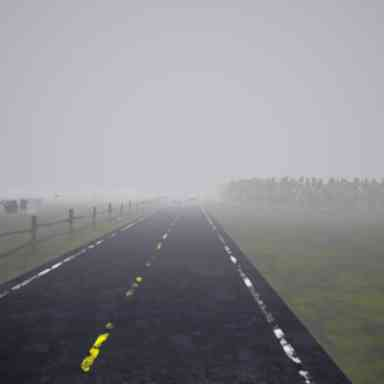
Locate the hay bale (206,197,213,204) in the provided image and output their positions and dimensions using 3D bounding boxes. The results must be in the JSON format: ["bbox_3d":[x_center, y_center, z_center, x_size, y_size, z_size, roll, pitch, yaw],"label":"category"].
[{"bbox_3d":[3.206,1.616,62.025,1.220,1.180,1.240,0,0,0],"label":"hay bale"}]

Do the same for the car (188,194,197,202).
[{"bbox_3d":[0.089,1.368,69.878,2.128,1.511,4.902,0,0,0],"label":"car"}]

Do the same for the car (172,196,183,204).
[{"bbox_3d":[-2.698,1.508,61.225,2.033,1.411,5.357,0,0,1],"label":"car"}]

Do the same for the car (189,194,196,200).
[{"bbox_3d":[0.112,1.272,86.127,1.882,1.535,5.008,0,0,0],"label":"car"}]
